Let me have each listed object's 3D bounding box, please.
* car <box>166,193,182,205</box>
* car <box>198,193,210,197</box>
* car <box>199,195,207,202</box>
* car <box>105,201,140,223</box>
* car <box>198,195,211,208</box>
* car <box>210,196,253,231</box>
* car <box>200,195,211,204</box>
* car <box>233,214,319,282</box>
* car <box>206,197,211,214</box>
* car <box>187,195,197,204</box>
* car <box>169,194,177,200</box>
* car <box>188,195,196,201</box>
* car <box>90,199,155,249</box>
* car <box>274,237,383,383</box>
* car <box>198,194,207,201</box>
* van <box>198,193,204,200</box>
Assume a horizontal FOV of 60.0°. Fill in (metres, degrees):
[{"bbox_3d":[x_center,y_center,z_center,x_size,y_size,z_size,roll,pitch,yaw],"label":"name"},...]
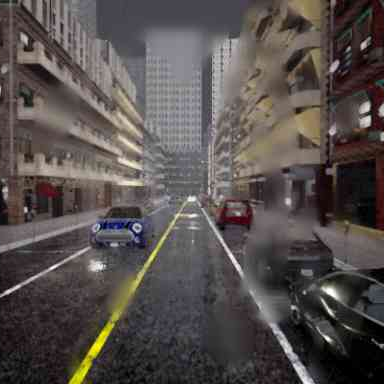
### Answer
[{"bbox_3d":[-2.816,1.334,56.467,2.097,1.767,4.553,0,0,0],"label":"car"},{"bbox_3d":[2.543,1.296,59.536,2.192,1.841,5.009,-1,0,0],"label":"car"},{"bbox_3d":[2.543,1.498,76.353,1.752,1.417,4.829,-1,0,0],"label":"car"},{"bbox_3d":[-5.329,1.518,26.050,1.752,1.417,4.829,-1,0,0],"label":"car"},{"bbox_3d":[2.218,1.512,47.131,1.812,1.442,4.674,0,0,0],"label":"car"},{"bbox_3d":[2.550,1.310,20.693,2.192,1.841,5.009,-1,0,0],"label":"car"},{"bbox_3d":[2.544,1.419,65.085,1.967,1.590,4.097,-1,0,0],"label":"car"},{"bbox_3d":[2.554,1.549,9.595,2.008,1.369,4.403,-1,0,0],"label":"car"},{"bbox_3d":[2.550,1.517,31.961,1.752,1.417,4.829,-1,0,0],"label":"car"},{"bbox_3d":[-0.012,1.506,65.336,1.812,1.442,4.674,0,0,0],"label":"car"},{"bbox_3d":[-5.341,1.404,92.809,1.967,1.590,4.097,-1,0,0],"label":"car"},{"bbox_3d":[-0.014,1.372,81.299,1.812,1.442,4.674,0,0,0],"label":"car"},{"bbox_3d":[-2.853,1.348,14.477,2.097,1.767,4.553,0,0,0],"label":"car"},{"bbox_3d":[2.556,1.565,4.046,1.947,1.339,4.313,-1,0,0],"label":"car"},{"bbox_3d":[2.541,1.411,81.732,1.967,1.590,4.097,-1,0,0],"label":"car"},{"bbox_3d":[2.538,1.305,92.830,1.690,1.788,3.998,-1,0,0],"label":"van"}]
